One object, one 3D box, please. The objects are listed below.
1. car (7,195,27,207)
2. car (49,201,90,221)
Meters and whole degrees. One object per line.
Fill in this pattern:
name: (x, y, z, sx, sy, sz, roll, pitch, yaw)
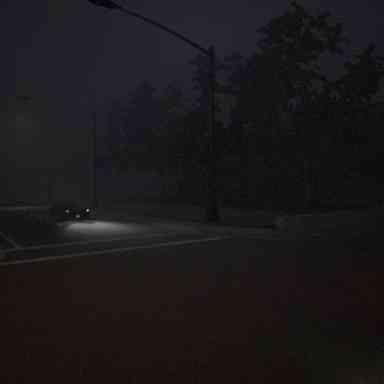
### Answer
car: (-23.887, 1.181, 45.367, 1.882, 1.535, 5.008, -1, 1, -36)
car: (-9.311, 1.396, 25.200, 1.895, 1.301, 4.718, -1, 1, -36)
